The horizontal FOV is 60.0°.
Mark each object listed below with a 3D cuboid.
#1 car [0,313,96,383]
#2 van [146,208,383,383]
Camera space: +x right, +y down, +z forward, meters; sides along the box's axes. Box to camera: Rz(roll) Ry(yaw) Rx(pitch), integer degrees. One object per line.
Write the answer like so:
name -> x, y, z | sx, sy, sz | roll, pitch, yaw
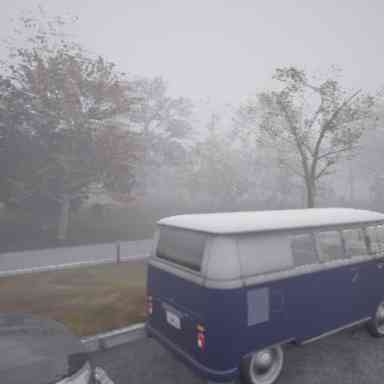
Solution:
car -> -3.038, 1.484, 1.891 | 4.892, 1.521, 2.231 | -1, 1, -37
van -> 1.594, 1.274, 5.187 | 4.442, 1.987, 1.878 | 0, 0, -33
